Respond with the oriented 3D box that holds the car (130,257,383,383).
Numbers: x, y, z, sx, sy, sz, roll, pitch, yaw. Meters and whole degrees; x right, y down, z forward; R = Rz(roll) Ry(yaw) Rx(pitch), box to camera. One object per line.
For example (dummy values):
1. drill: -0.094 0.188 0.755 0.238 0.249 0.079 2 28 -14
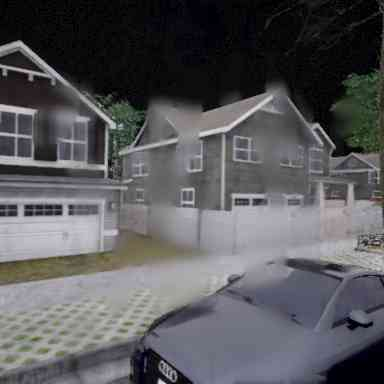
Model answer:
1. car: 1.400 1.572 4.054 4.181 1.385 1.994 0 0 -35
